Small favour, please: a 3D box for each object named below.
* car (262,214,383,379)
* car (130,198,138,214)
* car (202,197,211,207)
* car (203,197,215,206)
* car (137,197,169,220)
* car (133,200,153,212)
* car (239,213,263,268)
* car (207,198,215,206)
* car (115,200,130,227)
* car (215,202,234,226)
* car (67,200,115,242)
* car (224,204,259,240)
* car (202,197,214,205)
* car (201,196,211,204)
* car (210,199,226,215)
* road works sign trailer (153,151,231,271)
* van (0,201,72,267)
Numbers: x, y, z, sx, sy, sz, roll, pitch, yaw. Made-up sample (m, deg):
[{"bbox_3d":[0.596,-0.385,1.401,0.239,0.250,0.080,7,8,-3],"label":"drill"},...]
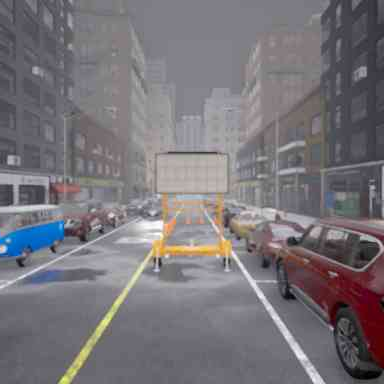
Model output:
[{"bbox_3d":[2.852,1.318,5.460,2.192,1.841,5.009,-1,0,0],"label":"car"},{"bbox_3d":[-5.674,1.454,33.390,1.967,1.590,4.097,-1,0,0],"label":"car"},{"bbox_3d":[2.871,1.566,50.147,2.008,1.369,4.403,-1,0,0],"label":"car"},{"bbox_3d":[2.873,1.539,55.902,1.752,1.417,4.829,-1,0,0],"label":"car"},{"bbox_3d":[-3.094,1.505,28.763,2.128,1.511,4.902,0,0,0],"label":"car"},{"bbox_3d":[-5.671,1.597,38.976,1.802,1.307,4.206,-1,0,0],"label":"car"},{"bbox_3d":[2.858,1.588,11.046,1.802,1.307,4.206,-1,0,0],"label":"car"},{"bbox_3d":[2.865,1.565,33.389,2.008,1.369,4.403,-1,0,0],"label":"car"},{"bbox_3d":[-5.675,1.451,22.219,1.967,1.590,4.097,-1,0,0],"label":"car"},{"bbox_3d":[2.861,1.577,22.218,1.947,1.339,4.313,-1,0,0],"label":"car"},{"bbox_3d":[-5.677,1.324,16.633,2.192,1.841,5.009,-1,0,0],"label":"car"},{"bbox_3d":[2.859,1.534,16.802,1.752,1.417,4.829,-1,0,0],"label":"car"},{"bbox_3d":[2.876,1.578,61.319,1.947,1.339,4.313,-1,0,0],"label":"car"},{"bbox_3d":[2.877,1.592,66.905,1.802,1.307,4.206,-1,0,0],"label":"car"},{"bbox_3d":[2.863,1.579,27.803,1.947,1.339,4.313,-1,0,0],"label":"car"},{"bbox_3d":[0.008,0.471,10.880,2.380,3.560,2.880,0,0,0],"label":"road works sign trailer"},{"bbox_3d":[-5.678,1.347,11.047,1.690,1.788,3.998,-1,0,0],"label":"van"}]
